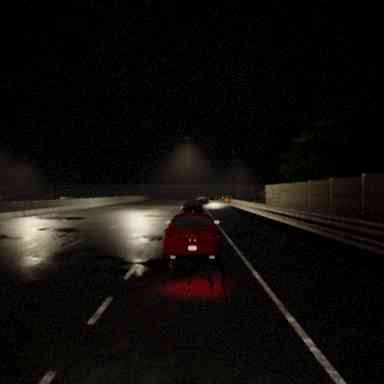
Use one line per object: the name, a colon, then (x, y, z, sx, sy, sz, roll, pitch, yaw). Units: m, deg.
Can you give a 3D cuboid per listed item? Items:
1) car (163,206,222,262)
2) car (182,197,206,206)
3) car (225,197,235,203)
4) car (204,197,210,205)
car: (0.016, 1.507, 12.267, 1.882, 1.535, 5.008, 0, 0, 0)
car: (0.075, 1.557, 31.508, 1.882, 1.535, 5.008, 0, 0, 0)
car: (8.897, 1.763, 75.040, 1.882, 1.535, 5.008, 0, 0, 24)
car: (1.850, 1.637, 57.749, 2.128, 1.511, 4.902, -1, 0, 15)
